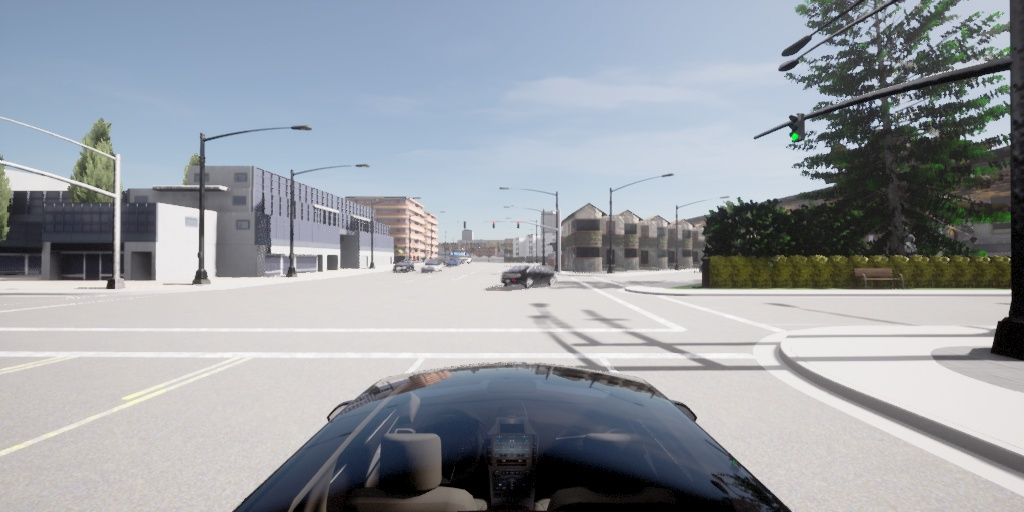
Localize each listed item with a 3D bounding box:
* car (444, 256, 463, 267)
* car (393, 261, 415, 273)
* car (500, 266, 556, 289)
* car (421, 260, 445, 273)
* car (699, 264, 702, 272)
[{"bbox_3d":[-10.545,1.222,64.200,1.812,1.442,4.674,0,1,1],"label":"car"},{"bbox_3d":[-14.089,1.436,46.892,2.128,1.511,4.902,0,1,0],"label":"car"},{"bbox_3d":[1.196,1.387,24.281,2.128,1.511,4.902,0,-1,36],"label":"car"},{"bbox_3d":[-10.590,1.543,47.255,1.895,1.301,4.718,0,0,0],"label":"car"},{"bbox_3d":[30.012,1.676,54.435,2.128,1.511,4.902,-1,-1,45],"label":"car"}]
